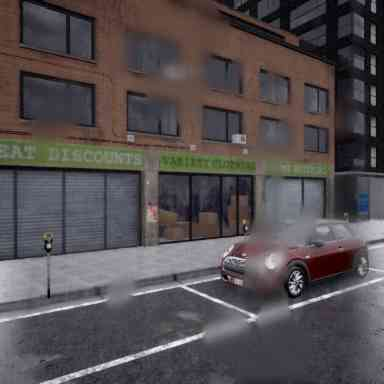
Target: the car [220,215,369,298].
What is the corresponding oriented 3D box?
[{"bbox_3d":[2.644,1.440,8.421,4.097,1.590,1.967,0,0,-36],"label":"car"}]
